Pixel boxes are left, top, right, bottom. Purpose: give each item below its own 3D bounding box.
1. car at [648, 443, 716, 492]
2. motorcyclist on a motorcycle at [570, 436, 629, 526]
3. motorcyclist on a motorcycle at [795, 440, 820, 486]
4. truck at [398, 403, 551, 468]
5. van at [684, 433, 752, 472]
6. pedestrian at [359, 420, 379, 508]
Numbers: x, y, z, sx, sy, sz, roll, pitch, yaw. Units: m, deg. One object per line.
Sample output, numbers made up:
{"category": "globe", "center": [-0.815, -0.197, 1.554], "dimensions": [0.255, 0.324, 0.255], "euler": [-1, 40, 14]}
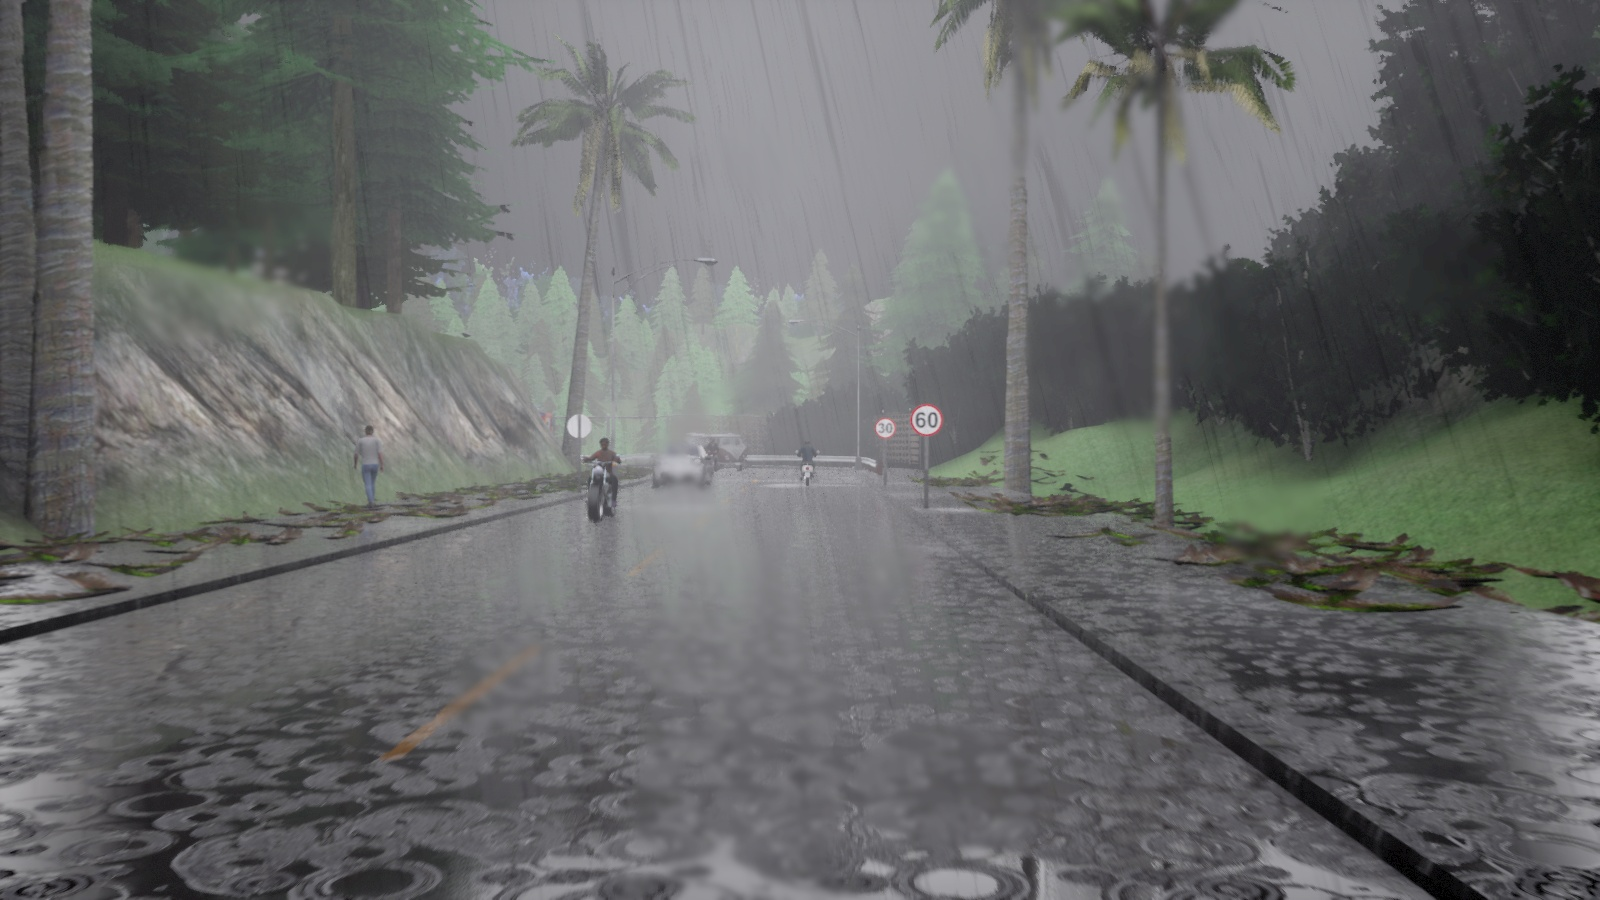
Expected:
{"category": "car", "center": [-3.760, 0.529, 40.521], "dimensions": [1.845, 1.501, 3.633], "euler": [0, 0, 0]}
{"category": "motorcyclist on a motorcycle", "center": [-3.850, 0.557, 24.285], "dimensions": [0.766, 1.649, 2.350], "euler": [0, 1, 0]}
{"category": "motorcyclist on a motorcycle", "center": [0.260, 0.450, 44.347], "dimensions": [0.866, 1.590, 1.817], "euler": [0, 0, 0]}
{"category": "truck", "center": [-19.419, -0.858, 75.315], "dimensions": [8.468, 3.827, 2.891], "euler": [0, 0, -1]}
{"category": "van", "center": [-4.390, 0.122, 66.561], "dimensions": [1.775, 1.987, 4.442], "euler": [0, 0, -30]}
{"category": "pedestrian", "center": [-9.150, 0.289, 26.650], "dimensions": [0.354, 1.836, 0.706], "euler": [0, 0, -22]}
